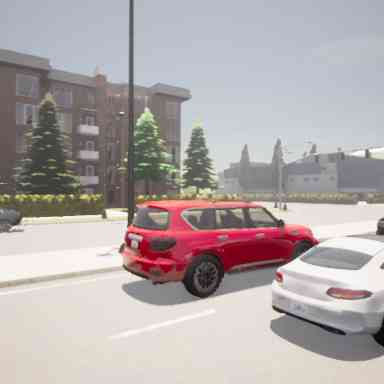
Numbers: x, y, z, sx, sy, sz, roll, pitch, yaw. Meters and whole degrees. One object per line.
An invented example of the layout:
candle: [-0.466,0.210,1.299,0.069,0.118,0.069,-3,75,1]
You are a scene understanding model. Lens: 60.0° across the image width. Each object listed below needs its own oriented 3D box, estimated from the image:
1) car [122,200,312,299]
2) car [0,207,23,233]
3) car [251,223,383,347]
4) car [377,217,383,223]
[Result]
car: [0.959,1.239,8.775,5.566,2.045,2.150,0,0,-35]
car: [-11.998,1.494,18.159,4.902,1.511,2.128,0,0,-36]
car: [3.479,1.545,6.263,4.674,1.442,1.812,0,0,-35]
car: [10.640,1.546,15.764,4.902,1.511,2.128,0,0,-36]
